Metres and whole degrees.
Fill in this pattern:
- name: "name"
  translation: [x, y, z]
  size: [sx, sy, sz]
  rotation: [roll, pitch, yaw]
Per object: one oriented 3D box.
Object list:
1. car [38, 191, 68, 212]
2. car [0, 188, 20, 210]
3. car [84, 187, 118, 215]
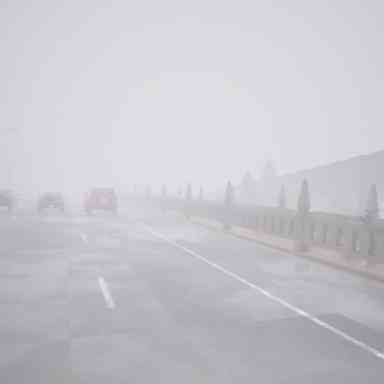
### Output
- name: "car"
  translation: [-11.046, 0.693, 26.341]
  size: [1.837, 1.490, 4.892]
  rotation: [3, 0, -21]
- name: "car"
  translation: [-14.276, 0.499, 25.005]
  size: [1.837, 1.490, 4.892]
  rotation: [3, 0, -21]
- name: "car"
  translation: [-7.211, 0.647, 26.165]
  size: [2.150, 2.045, 5.566]
  rotation: [3, 0, -21]
